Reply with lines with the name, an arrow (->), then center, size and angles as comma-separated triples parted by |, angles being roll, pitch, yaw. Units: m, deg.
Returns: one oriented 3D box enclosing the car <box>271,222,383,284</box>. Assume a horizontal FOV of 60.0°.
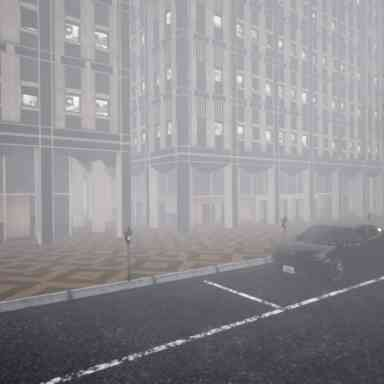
car -> 4.181, 1.564, 9.579 | 4.313, 1.339, 1.947 | 0, -1, -36
